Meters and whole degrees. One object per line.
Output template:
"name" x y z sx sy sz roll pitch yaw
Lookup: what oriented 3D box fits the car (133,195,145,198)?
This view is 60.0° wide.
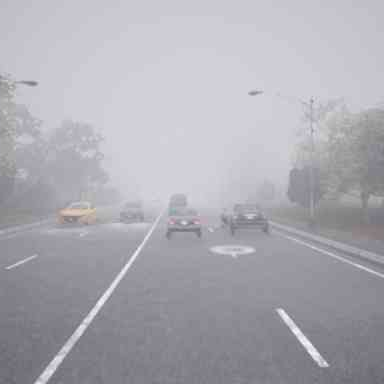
"car" -10.070 1.375 63.738 2.097 1.767 4.553 0 0 -3

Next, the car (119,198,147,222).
"car" -4.588 1.515 26.331 1.837 1.490 4.892 0 0 -3

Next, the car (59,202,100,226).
"car" -7.967 1.492 23.975 1.882 1.535 5.008 0 0 -3

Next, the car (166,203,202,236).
"car" -0.485 1.551 18.596 2.033 1.411 5.357 0 0 -3

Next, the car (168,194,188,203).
"car" -1.656 1.230 40.347 2.150 2.045 5.566 0 0 -3

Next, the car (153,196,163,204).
"car" -6.710 1.543 66.542 1.812 1.442 4.674 0 0 -3

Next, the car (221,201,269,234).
"car" 2.955 1.351 19.555 2.097 1.767 4.553 0 0 -3
